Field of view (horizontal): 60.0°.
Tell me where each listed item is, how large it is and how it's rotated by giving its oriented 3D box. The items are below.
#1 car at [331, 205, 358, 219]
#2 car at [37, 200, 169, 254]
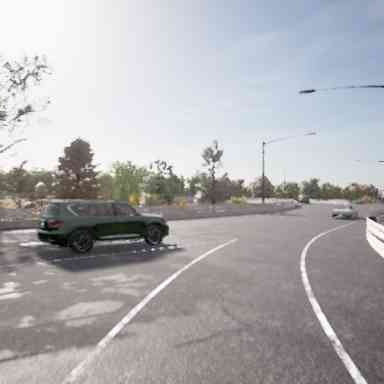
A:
[{"bbox_3d":[16.277,2.063,35.318,1.895,1.301,4.718,0,-1,36],"label":"car"},{"bbox_3d":[-3.663,1.350,14.433,5.566,2.045,2.150,1,-1,-40],"label":"car"}]
